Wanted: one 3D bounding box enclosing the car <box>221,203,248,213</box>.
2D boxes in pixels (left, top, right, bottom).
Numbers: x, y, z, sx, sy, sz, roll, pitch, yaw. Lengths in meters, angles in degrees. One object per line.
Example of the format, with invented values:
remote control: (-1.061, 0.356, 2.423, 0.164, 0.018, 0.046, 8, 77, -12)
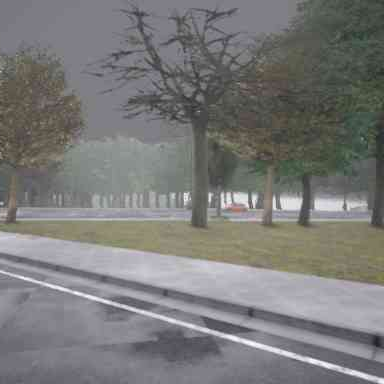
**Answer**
car: (7.304, 2.691, 57.279, 4.553, 1.767, 2.097, 1, 0, -11)
